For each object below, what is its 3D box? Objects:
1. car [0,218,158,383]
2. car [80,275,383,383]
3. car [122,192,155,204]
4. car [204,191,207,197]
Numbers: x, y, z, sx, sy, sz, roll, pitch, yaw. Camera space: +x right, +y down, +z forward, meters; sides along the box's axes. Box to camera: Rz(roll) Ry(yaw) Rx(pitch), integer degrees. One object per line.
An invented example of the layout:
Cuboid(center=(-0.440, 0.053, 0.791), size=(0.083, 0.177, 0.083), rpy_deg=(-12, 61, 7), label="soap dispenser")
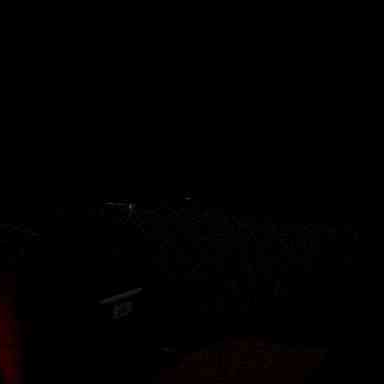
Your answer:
Cuboid(center=(-2.665, 1.310, 4.870), size=(5.009, 1.841, 2.192), rpy_deg=(0, 0, 36), label="car")
Cuboid(center=(1.661, 1.526, 1.780), size=(4.829, 1.417, 1.752), rpy_deg=(0, 0, 36), label="car")
Cuboid(center=(-6.913, 0.729, 43.528), size=(1.837, 1.490, 4.892), rpy_deg=(0, 1, 36), label="car")
Cuboid(center=(3.388, 0.355, 57.650), size=(1.812, 1.442, 4.674), rpy_deg=(0, 1, 36), label="car")
